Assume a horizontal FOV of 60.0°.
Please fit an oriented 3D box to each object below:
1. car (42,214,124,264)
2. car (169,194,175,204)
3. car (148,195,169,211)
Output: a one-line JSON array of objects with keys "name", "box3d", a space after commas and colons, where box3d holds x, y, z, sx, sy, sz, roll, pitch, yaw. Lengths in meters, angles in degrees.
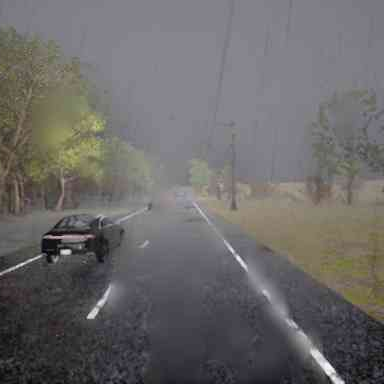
[{"name": "car", "box3d": [-3.732, 1.533, 12.099, 2.128, 1.511, 4.902, -1, 0, -1]}, {"name": "car", "box3d": [-4.876, 1.323, 62.861, 2.097, 1.767, 4.553, -1, 0, -1]}, {"name": "car", "box3d": [-4.403, 1.500, 41.927, 2.128, 1.511, 4.902, -1, 0, -1]}]
